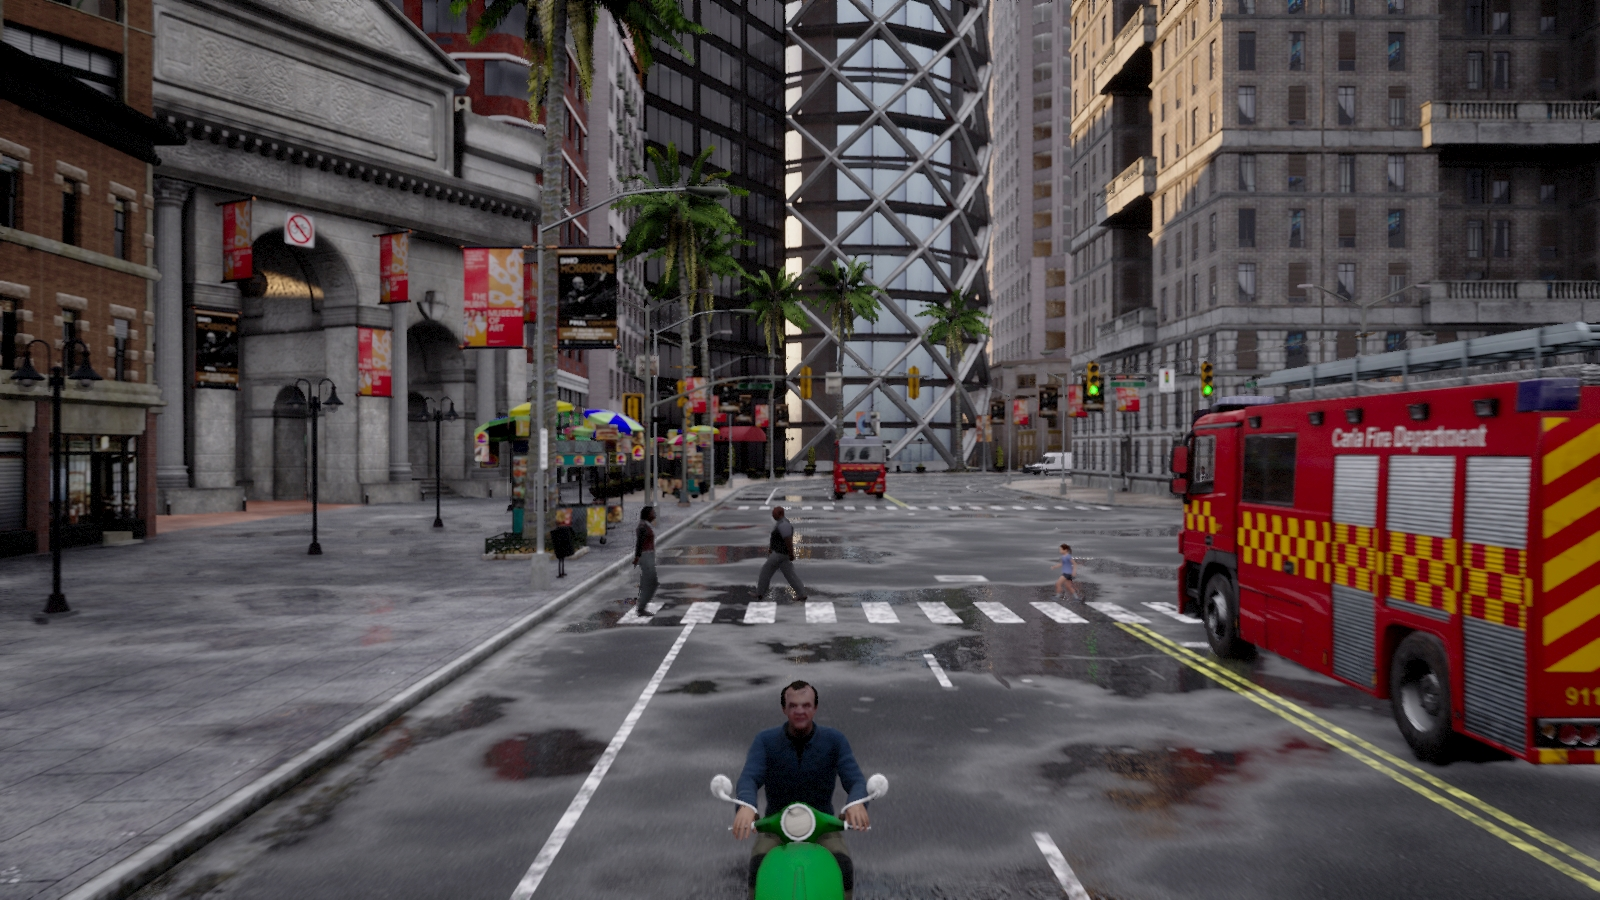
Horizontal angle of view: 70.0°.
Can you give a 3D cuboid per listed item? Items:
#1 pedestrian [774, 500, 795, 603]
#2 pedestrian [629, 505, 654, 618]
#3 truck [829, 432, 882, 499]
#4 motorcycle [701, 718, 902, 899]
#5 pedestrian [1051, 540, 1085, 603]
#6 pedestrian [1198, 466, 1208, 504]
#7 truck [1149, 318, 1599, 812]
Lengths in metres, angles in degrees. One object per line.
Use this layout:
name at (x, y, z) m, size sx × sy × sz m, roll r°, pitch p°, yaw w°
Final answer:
pedestrian at (-0.289, 1.849, 20.938) m, size 0.375 × 1.860 × 0.375 m, roll 0°, pitch 0°, yaw 1°
pedestrian at (-2.634, 1.848, 19.034) m, size 0.375 × 1.860 × 0.375 m, roll 0°, pitch 0°, yaw -1°
truck at (3.268, 0.890, 69.327) m, size 2.891 × 3.827 × 8.468 m, roll 0°, pitch 0°, yaw 0°
motorcycle at (0.010, 2.182, 5.760) m, size 0.856 × 1.236 × 1.805 m, roll 0°, pitch 0°, yaw 0°
pedestrian at (4.919, 2.229, 20.990) m, size 0.500 × 1.100 × 0.500 m, roll 0°, pitch 0°, yaw 1°
pedestrian at (19.651, 1.696, 55.692) m, size 0.375 × 1.860 × 0.375 m, roll 0°, pitch 0°, yaw -1°
truck at (6.747, 0.890, 13.082) m, size 2.891 × 3.827 × 8.468 m, roll 0°, pitch 0°, yaw 0°
